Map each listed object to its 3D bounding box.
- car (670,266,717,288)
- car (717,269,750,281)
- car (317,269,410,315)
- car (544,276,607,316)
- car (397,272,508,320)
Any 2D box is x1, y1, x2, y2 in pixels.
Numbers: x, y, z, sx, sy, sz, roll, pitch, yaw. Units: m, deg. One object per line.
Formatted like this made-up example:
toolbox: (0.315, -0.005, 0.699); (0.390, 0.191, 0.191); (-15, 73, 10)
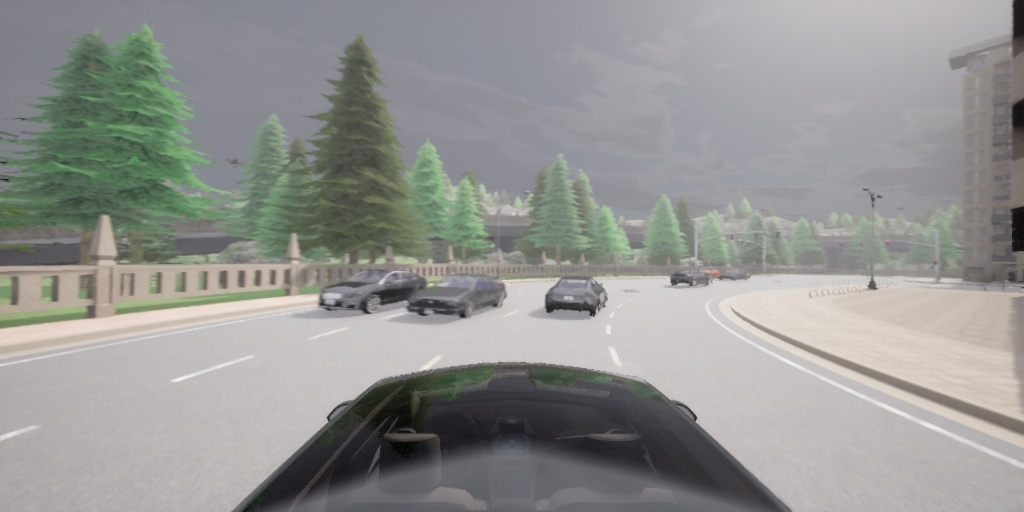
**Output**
car: (15.708, 1.909, 31.382); (4.892, 1.490, 1.837); (2, -1, -38)
car: (27.609, 2.405, 44.514); (5.357, 1.411, 2.033); (2, -1, -35)
car: (-5.086, 1.253, 13.827); (2.128, 1.511, 4.902); (1, -1, 18)
car: (2.714, 1.508, 14.688); (1.994, 1.385, 4.181); (1, -1, 20)
car: (-1.738, 1.380, 13.517); (2.033, 1.411, 5.357); (1, -1, 18)
